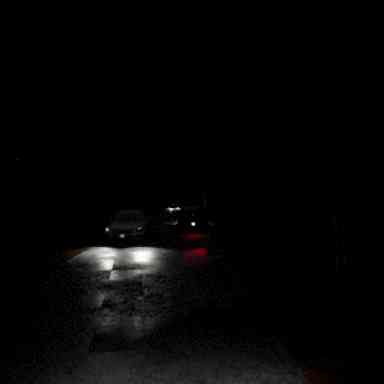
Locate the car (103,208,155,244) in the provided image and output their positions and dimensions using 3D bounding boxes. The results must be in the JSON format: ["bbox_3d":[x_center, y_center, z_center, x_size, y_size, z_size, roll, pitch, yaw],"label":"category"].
[{"bbox_3d":[-2.876,1.543,16.034,1.812,1.442,4.674,0,0,0],"label":"car"}]

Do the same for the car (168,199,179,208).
[{"bbox_3d":[-3.040,2.023,57.268,2.128,1.511,4.902,0,-1,0],"label":"car"}]

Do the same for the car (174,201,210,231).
[{"bbox_3d":[0.069,1.539,21.057,1.837,1.490,4.892,0,0,0],"label":"car"}]
